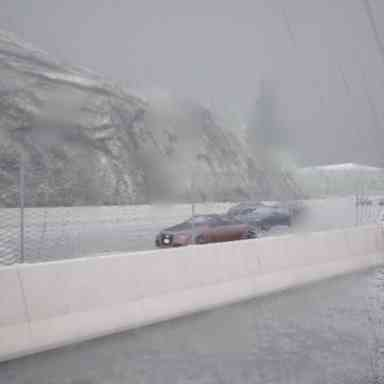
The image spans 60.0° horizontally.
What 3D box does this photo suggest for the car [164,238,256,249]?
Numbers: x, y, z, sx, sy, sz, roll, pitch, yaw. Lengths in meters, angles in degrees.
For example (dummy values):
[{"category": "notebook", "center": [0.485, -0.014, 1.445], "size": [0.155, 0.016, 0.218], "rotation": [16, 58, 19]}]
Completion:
[{"category": "car", "center": [0.644, 1.618, 13.407], "size": [4.181, 1.385, 1.994], "rotation": [0, 0, -38]}]
